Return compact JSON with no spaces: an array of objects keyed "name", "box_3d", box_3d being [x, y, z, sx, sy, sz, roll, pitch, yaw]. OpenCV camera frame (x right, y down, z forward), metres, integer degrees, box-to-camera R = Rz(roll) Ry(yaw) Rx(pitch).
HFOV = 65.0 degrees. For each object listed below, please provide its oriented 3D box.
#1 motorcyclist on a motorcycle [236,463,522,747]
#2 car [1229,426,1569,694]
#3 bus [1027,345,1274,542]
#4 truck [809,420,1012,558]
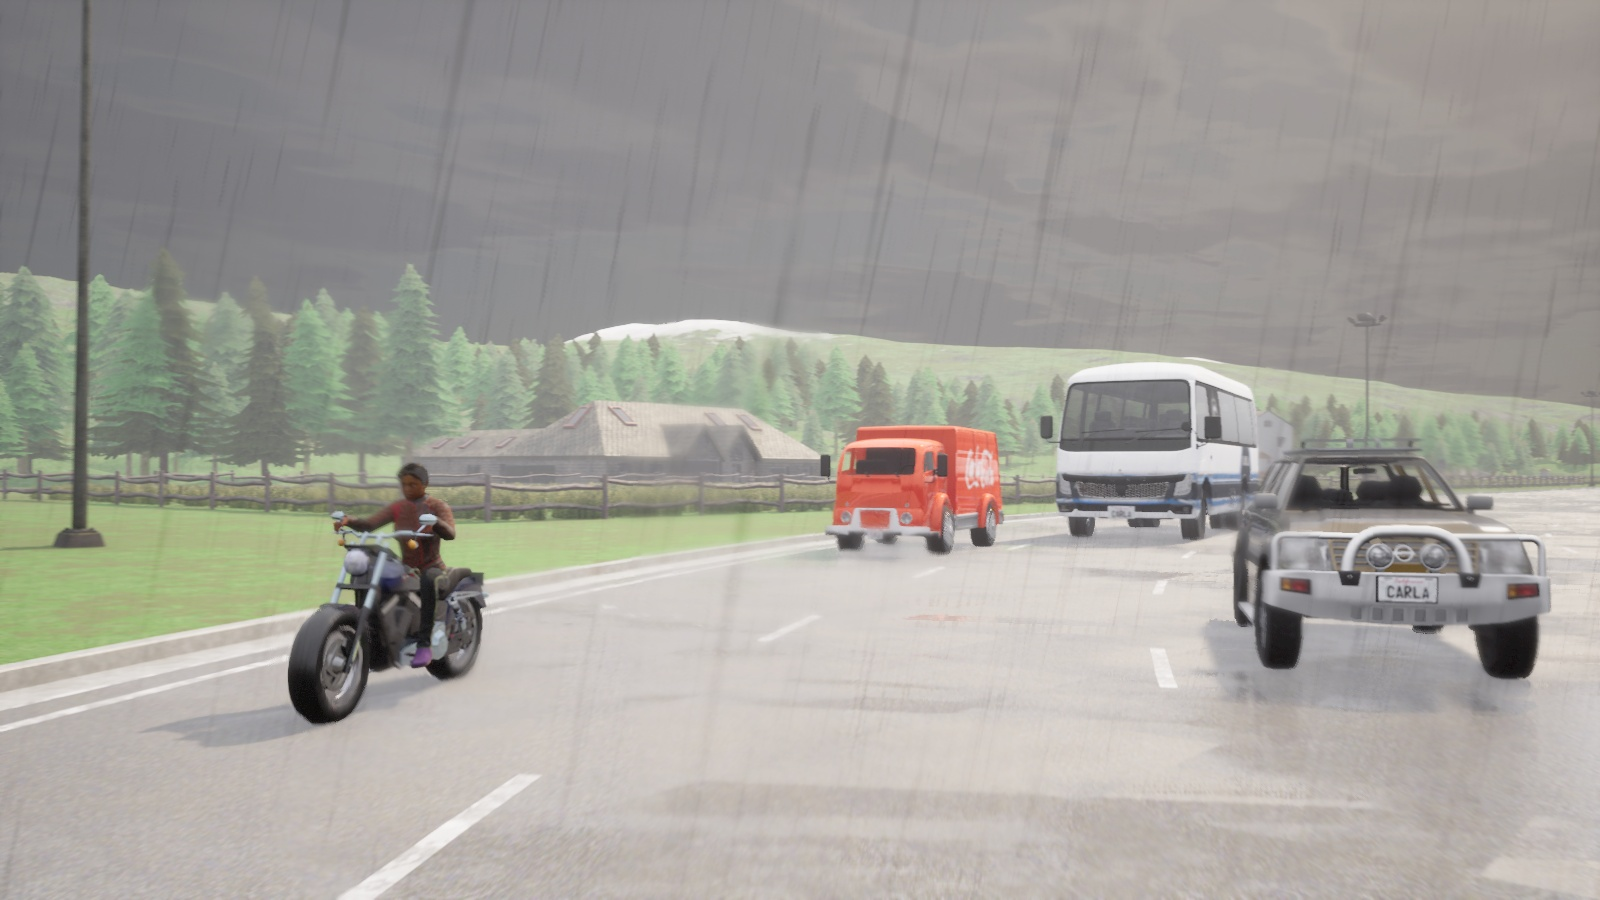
[{"name":"motorcyclist on a motorcycle","box_3d":[-2.740,0.916,8.543,0.766,1.649,2.350,0,-1,11]},{"name":"car","box_3d":[4.993,0.804,11.179,1.932,1.855,4.605,-1,-1,15]},{"name":"bus","box_3d":[9.423,-0.045,32.474,3.944,4.253,10.273,-1,-1,28]},{"name":"truck","box_3d":[2.384,0.746,25.408,2.627,2.467,5.204,-1,-1,22]}]
